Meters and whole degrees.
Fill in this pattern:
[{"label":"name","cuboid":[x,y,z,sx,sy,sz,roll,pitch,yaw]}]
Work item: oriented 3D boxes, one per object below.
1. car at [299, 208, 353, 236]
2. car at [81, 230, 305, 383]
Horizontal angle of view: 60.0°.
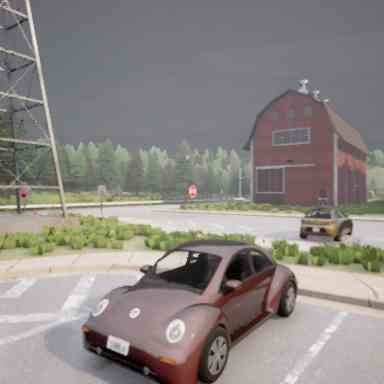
[{"label":"car","cuboid":[6.749,1.501,16.567,1.816,1.474,4.193,0,0,36]},{"label":"car","cuboid":[0.274,1.517,5.386,1.784,1.438,3.905,0,0,36]}]
